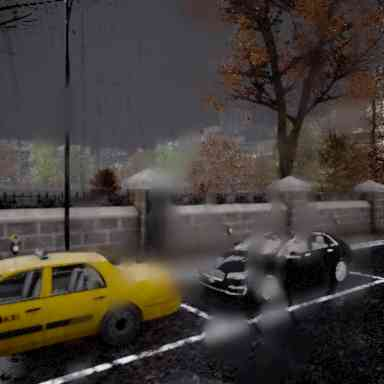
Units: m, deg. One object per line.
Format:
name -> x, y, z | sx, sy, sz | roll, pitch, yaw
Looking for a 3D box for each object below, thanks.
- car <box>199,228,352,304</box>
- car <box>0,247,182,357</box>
car -> 2.185, 1.587, 8.123 | 4.403, 1.369, 2.008 | 0, -1, -36
car -> -2.459, 1.529, 4.809 | 4.829, 1.417, 1.752 | 0, -1, -36
